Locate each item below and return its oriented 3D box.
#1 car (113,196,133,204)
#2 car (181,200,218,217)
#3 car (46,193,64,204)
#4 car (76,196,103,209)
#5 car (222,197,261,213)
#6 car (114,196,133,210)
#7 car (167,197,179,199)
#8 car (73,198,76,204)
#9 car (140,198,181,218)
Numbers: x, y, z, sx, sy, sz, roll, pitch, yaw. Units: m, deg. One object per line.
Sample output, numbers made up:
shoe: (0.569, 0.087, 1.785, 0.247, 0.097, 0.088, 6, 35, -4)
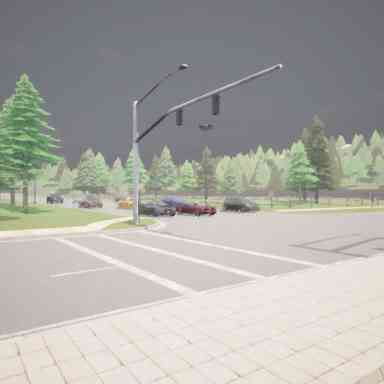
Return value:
car: (-12.965, 1.468, 62.555, 1.882, 1.535, 5.008, 0, 0, -35)
car: (0.314, 1.594, 31.419, 1.895, 1.301, 4.718, 0, 0, -35)
car: (-25.998, 1.201, 62.916, 2.150, 2.045, 5.566, 0, 0, -35)
car: (-13.788, 1.345, 45.391, 2.097, 1.767, 4.553, 0, 0, -35)
car: (5.342, 1.343, 36.436, 2.097, 1.767, 4.553, 0, 0, -35)
car: (-7.907, 1.471, 43.110, 1.882, 1.535, 5.008, 0, 0, -35)
car: (-2.703, 1.469, 47.879, 1.882, 1.535, 5.008, 0, 0, -35)
car: (-20.409, 1.518, 60.977, 1.812, 1.442, 4.674, 0, 0, -35)
car: (-3.162, 1.558, 30.261, 1.994, 1.385, 4.181, 0, 0, -35)
